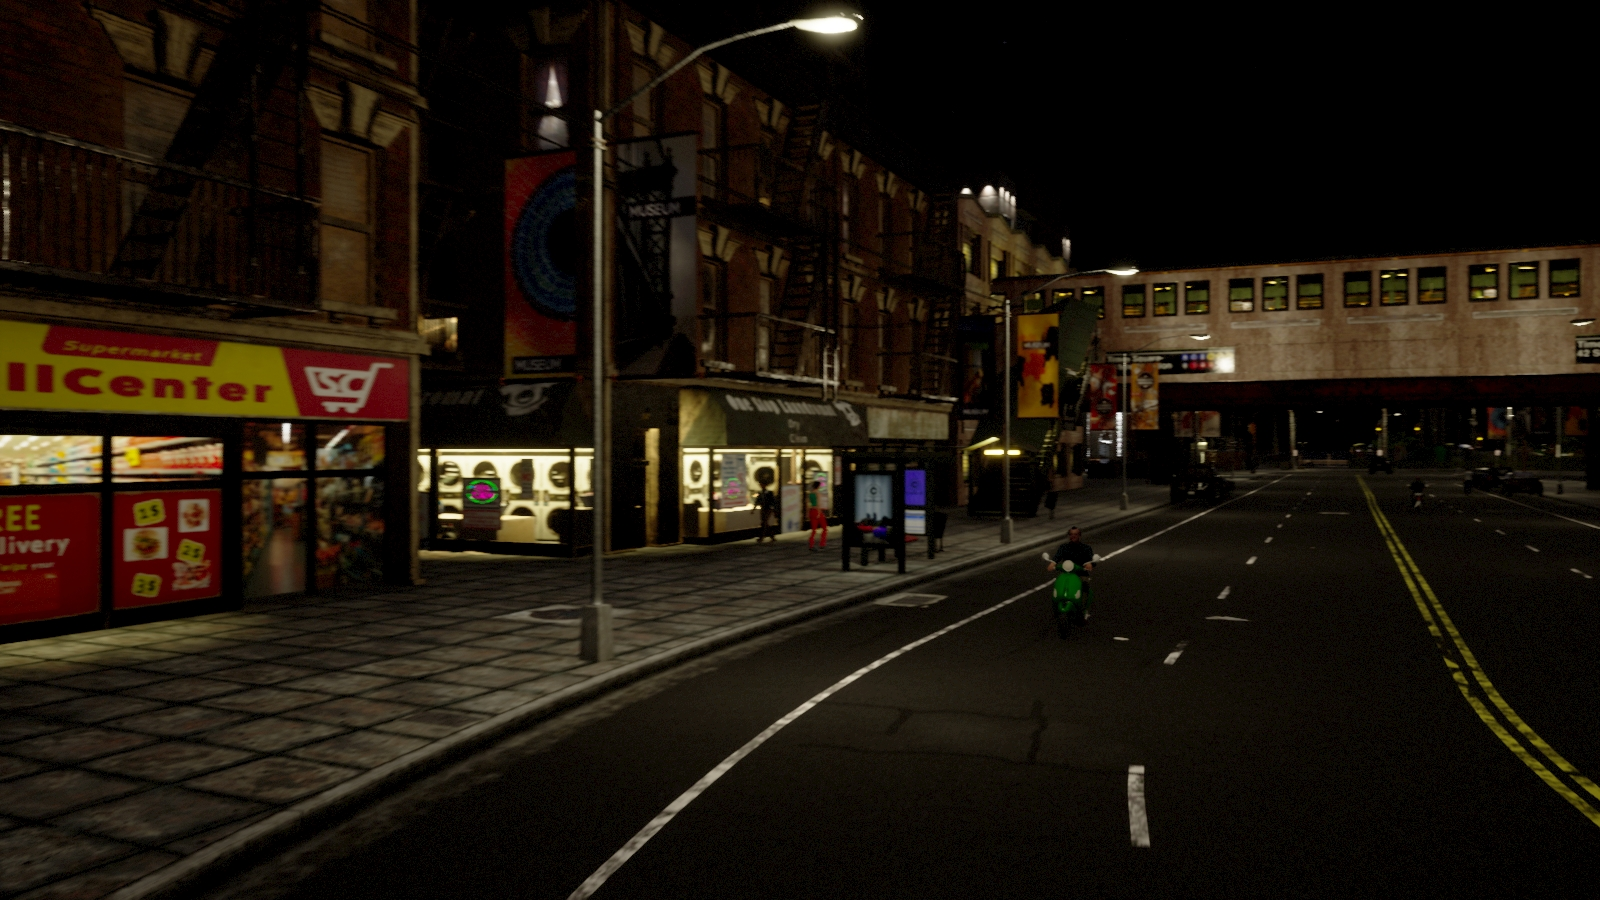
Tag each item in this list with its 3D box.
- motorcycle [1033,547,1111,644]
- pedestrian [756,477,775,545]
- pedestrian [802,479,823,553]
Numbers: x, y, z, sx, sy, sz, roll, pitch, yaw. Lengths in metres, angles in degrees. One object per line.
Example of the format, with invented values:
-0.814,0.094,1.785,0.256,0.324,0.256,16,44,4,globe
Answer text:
4.184,2.186,17.496,0.856,1.236,1.805,0,0,24,motorcycle
-0.948,1.695,31.684,0.375,1.860,0.375,0,0,37,pedestrian
0.323,1.696,29.426,0.375,1.860,0.375,0,0,39,pedestrian
